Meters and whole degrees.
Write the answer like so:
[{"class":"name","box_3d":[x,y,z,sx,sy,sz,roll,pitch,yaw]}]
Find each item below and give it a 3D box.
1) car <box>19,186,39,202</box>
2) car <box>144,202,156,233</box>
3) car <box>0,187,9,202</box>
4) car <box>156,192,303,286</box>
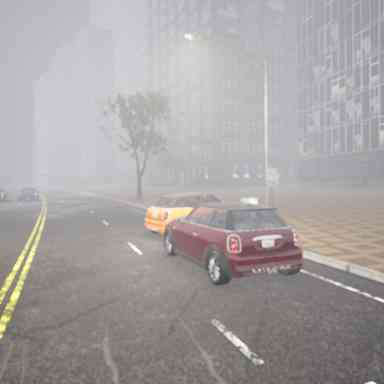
[{"class":"car","box_3d":[-19.215,0.171,39.274,2.097,1.767,4.553,-1,2,-24]},{"class":"car","box_3d":[0.338,0.781,14.197,4.553,1.767,2.097,-4,4,-33]},{"class":"car","box_3d":[-22.171,0.238,37.926,2.097,1.767,4.553,-1,2,-24]},{"class":"car","box_3d":[0.783,1.035,8.923,2.097,1.767,4.553,-1,2,-23]}]
